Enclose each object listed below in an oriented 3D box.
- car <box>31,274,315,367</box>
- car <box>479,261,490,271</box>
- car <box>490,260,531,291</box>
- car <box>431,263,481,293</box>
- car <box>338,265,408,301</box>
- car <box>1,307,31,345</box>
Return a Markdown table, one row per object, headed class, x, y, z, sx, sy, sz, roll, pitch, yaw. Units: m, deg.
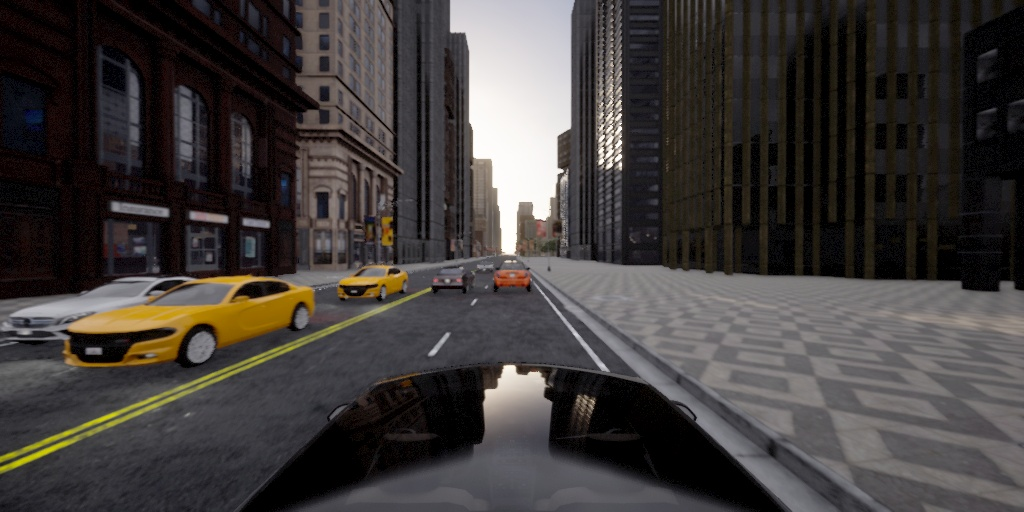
| class | x | y | z | sx | sy | sz | roll | pitch | yaw |
| --- | --- | --- | --- | --- | --- | --- | --- | --- | --- |
| car | -6.547 | 1.219 | 8.124 | 1.882 | 1.535 | 5.008 | 0 | 0 | 0 |
| car | -3.164 | 1.278 | 43.469 | 1.895 | 1.301 | 4.718 | 0 | 0 | 0 |
| car | 0.037 | 1.075 | 21.690 | 2.097 | 1.767 | 4.553 | 0 | 0 | 1 |
| car | -3.225 | 1.273 | 20.444 | 2.033 | 1.411 | 5.357 | 0 | 0 | 0 |
| car | -6.559 | 1.207 | 17.436 | 1.882 | 1.535 | 5.008 | 0 | 0 | 0 |
| car | -9.799 | 1.265 | 9.554 | 1.812 | 1.442 | 4.674 | 0 | 0 | 0 |
